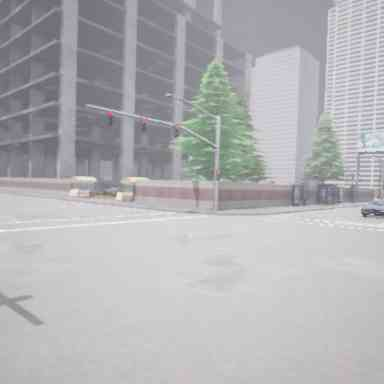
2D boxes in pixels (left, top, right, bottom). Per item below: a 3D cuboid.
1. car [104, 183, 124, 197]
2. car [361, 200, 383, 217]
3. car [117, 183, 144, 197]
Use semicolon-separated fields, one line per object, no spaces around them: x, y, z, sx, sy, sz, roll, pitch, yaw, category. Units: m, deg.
-11.365;-0.313;48.527;3.866;1.878;1.905;3;2;42;car
16.259;1.412;28.708;2.033;1.411;5.357;3;2;42;car
-9.397;-0.299;50.713;3.866;1.878;1.905;3;2;42;car
